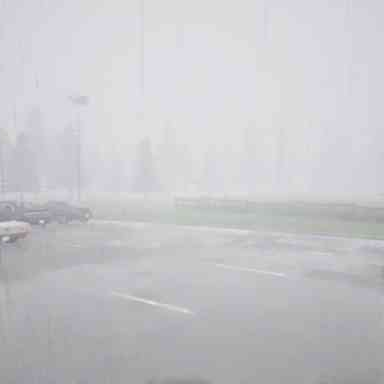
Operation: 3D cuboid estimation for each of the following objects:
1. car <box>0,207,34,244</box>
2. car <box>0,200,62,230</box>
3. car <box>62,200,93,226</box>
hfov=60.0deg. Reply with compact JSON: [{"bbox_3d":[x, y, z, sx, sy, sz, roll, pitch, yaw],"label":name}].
[{"bbox_3d":[-8.682,1.370,12.950,4.718,1.301,1.895,1,1,26],"label":"car"},{"bbox_3d":[-9.480,1.198,17.114,4.902,1.511,2.128,1,1,25],"label":"car"},{"bbox_3d":[-8.220,1.196,20.389,4.674,1.442,1.812,1,1,25],"label":"car"}]
